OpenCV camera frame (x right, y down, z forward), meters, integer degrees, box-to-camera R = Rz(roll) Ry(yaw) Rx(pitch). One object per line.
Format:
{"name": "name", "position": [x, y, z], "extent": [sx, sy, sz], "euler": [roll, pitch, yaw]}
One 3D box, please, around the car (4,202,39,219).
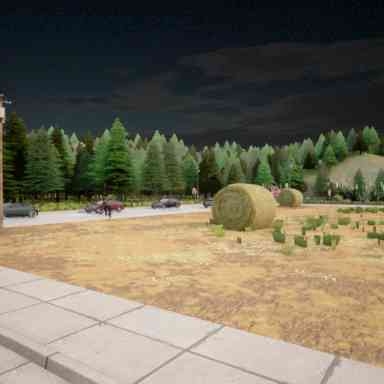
{"name": "car", "position": [-15.400, 1.591, 28.384], "extent": [1.994, 1.385, 4.181], "euler": [0, 0, 36]}

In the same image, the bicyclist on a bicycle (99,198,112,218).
{"name": "bicyclist on a bicycle", "position": [-7.068, 1.327, 27.067], "extent": [1.656, 1.620, 0.582], "euler": [0, 0, 36]}

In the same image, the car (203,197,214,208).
{"name": "car", "position": [3.480, 1.518, 47.815], "extent": [2.128, 1.511, 4.902], "euler": [0, 0, 37]}

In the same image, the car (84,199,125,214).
{"name": "car", "position": [-9.482, 1.552, 36.373], "extent": [1.812, 1.442, 4.674], "euler": [0, 0, 37]}

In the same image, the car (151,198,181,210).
{"name": "car", "position": [-3.397, 1.552, 44.597], "extent": [1.812, 1.442, 4.674], "euler": [0, 0, 37]}
